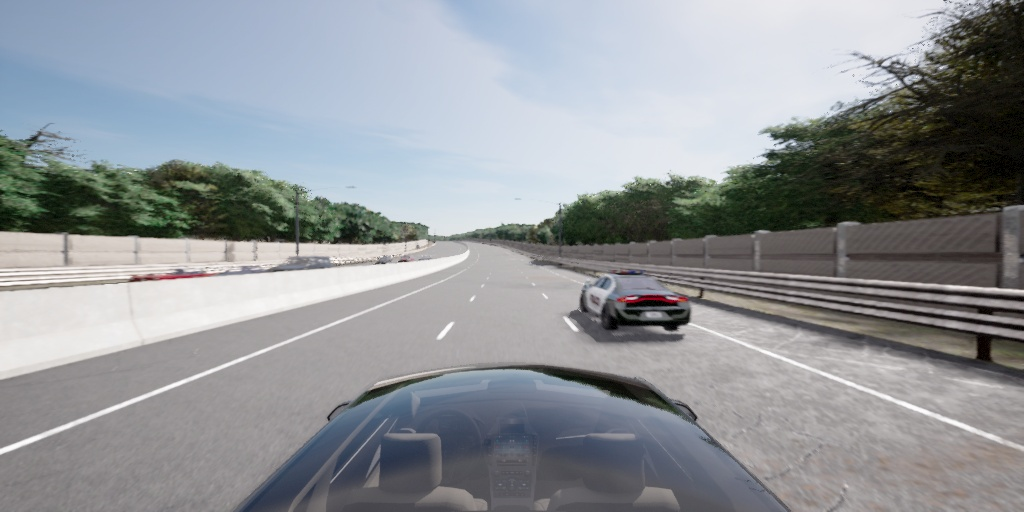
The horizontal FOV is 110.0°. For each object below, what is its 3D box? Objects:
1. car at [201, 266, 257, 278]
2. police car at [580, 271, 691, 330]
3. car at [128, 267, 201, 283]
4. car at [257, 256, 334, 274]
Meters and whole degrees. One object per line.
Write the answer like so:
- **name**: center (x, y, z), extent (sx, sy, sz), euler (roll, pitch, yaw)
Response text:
- **car**: center (-17.806, 1.359, 23.911), extent (1.994, 1.385, 4.181), euler (0, 0, -1)
- **police car**: center (3.441, 1.253, 11.154), extent (2.038, 1.542, 4.974), euler (0, 0, -1)
- **car**: center (-21.288, 1.407, 22.849), extent (1.895, 1.301, 4.718), euler (0, 0, -1)
- **car**: center (-14.315, 1.007, 24.619), extent (2.150, 2.045, 5.566), euler (0, 0, -1)
